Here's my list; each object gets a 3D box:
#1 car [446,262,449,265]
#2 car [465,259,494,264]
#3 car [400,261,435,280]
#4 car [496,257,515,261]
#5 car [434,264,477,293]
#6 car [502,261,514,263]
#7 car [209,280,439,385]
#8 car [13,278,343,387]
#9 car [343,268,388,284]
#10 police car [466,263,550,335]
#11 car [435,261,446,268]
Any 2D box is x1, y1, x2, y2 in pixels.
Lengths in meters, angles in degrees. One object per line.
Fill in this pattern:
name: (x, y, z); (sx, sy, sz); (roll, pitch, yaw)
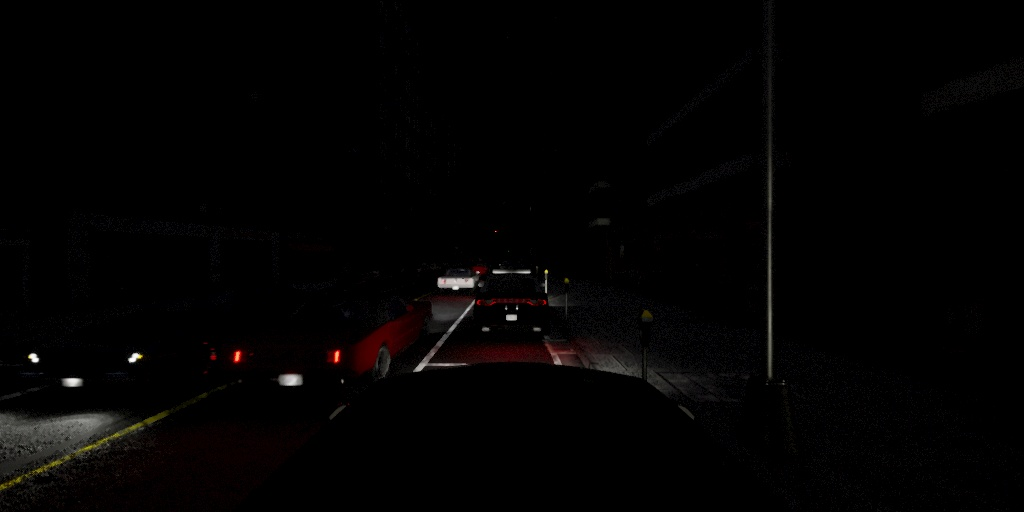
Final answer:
car: (-8.408, 1.300, 42.461); (2.007, 1.370, 4.403); (0, 0, 0)
car: (-3.020, 1.275, 33.839); (1.812, 1.442, 4.674); (0, 0, 0)
car: (-8.408, 1.190, 31.425); (1.967, 1.591, 4.097); (0, 0, 0)
car: (-0.383, 1.190, 36.951); (1.967, 1.591, 4.097); (0, 0, 0)
car: (-2.922, 1.351, 20.827); (1.895, 1.301, 4.718); (0, 0, 0)
car: (-0.383, 1.300, 25.913); (2.007, 1.370, 4.403); (0, 0, 0)
car: (-2.920, 1.351, 6.973); (1.895, 1.301, 4.718); (0, 0, 0)
car: (-5.872, 1.297, 7.447); (2.033, 1.411, 5.357); (0, 0, 0)
car: (-8.408, 1.332, 20.388); (1.802, 1.307, 4.207); (0, 0, 0)
police car: (-0.012, 1.175, 10.610); (1.930, 1.638, 5.238); (0, 0, 0)
car: (-8.408, 1.275, 36.773); (1.751, 1.417, 4.829); (0, 0, 0)
